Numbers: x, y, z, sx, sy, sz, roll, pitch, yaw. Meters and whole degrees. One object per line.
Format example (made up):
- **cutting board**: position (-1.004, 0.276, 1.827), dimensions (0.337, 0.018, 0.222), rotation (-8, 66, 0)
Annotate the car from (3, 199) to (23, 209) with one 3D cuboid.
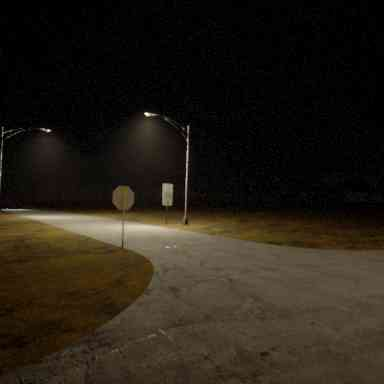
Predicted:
- **car**: position (-24.683, 1.594, 45.762), dimensions (1.994, 1.385, 4.181), rotation (3, -2, -36)
